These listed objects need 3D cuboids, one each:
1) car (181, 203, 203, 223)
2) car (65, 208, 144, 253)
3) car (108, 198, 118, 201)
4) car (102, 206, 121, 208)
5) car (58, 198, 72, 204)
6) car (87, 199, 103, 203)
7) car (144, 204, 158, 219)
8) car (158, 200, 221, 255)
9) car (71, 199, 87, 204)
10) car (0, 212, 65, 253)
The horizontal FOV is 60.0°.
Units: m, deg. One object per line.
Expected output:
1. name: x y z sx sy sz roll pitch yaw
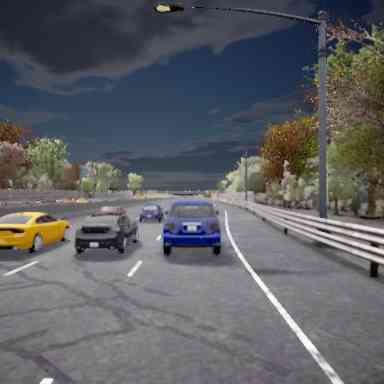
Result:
1. car: 0.006 1.800 29.302 1.837 1.490 4.892 0 0 0
2. car: -3.495 1.647 14.305 1.837 1.490 4.892 0 0 0
3. car: -17.496 2.140 73.954 2.097 1.767 4.553 0 -1 0
4. car: -6.996 1.891 29.111 1.895 1.301 4.718 0 -1 0
5. car: -27.996 2.139 73.955 2.097 1.767 4.553 0 -1 0
6. car: -20.996 2.262 73.923 1.882 1.535 5.008 0 -1 0
7. car: -3.493 1.819 29.386 1.812 1.442 4.674 0 0 0
8. car: 0.002 1.354 14.041 2.150 2.045 5.566 0 0 0
9. car: -24.496 2.262 73.923 1.882 1.535 5.008 0 -1 0
10. car: -6.992 1.619 14.490 1.882 1.535 5.008 0 0 0
